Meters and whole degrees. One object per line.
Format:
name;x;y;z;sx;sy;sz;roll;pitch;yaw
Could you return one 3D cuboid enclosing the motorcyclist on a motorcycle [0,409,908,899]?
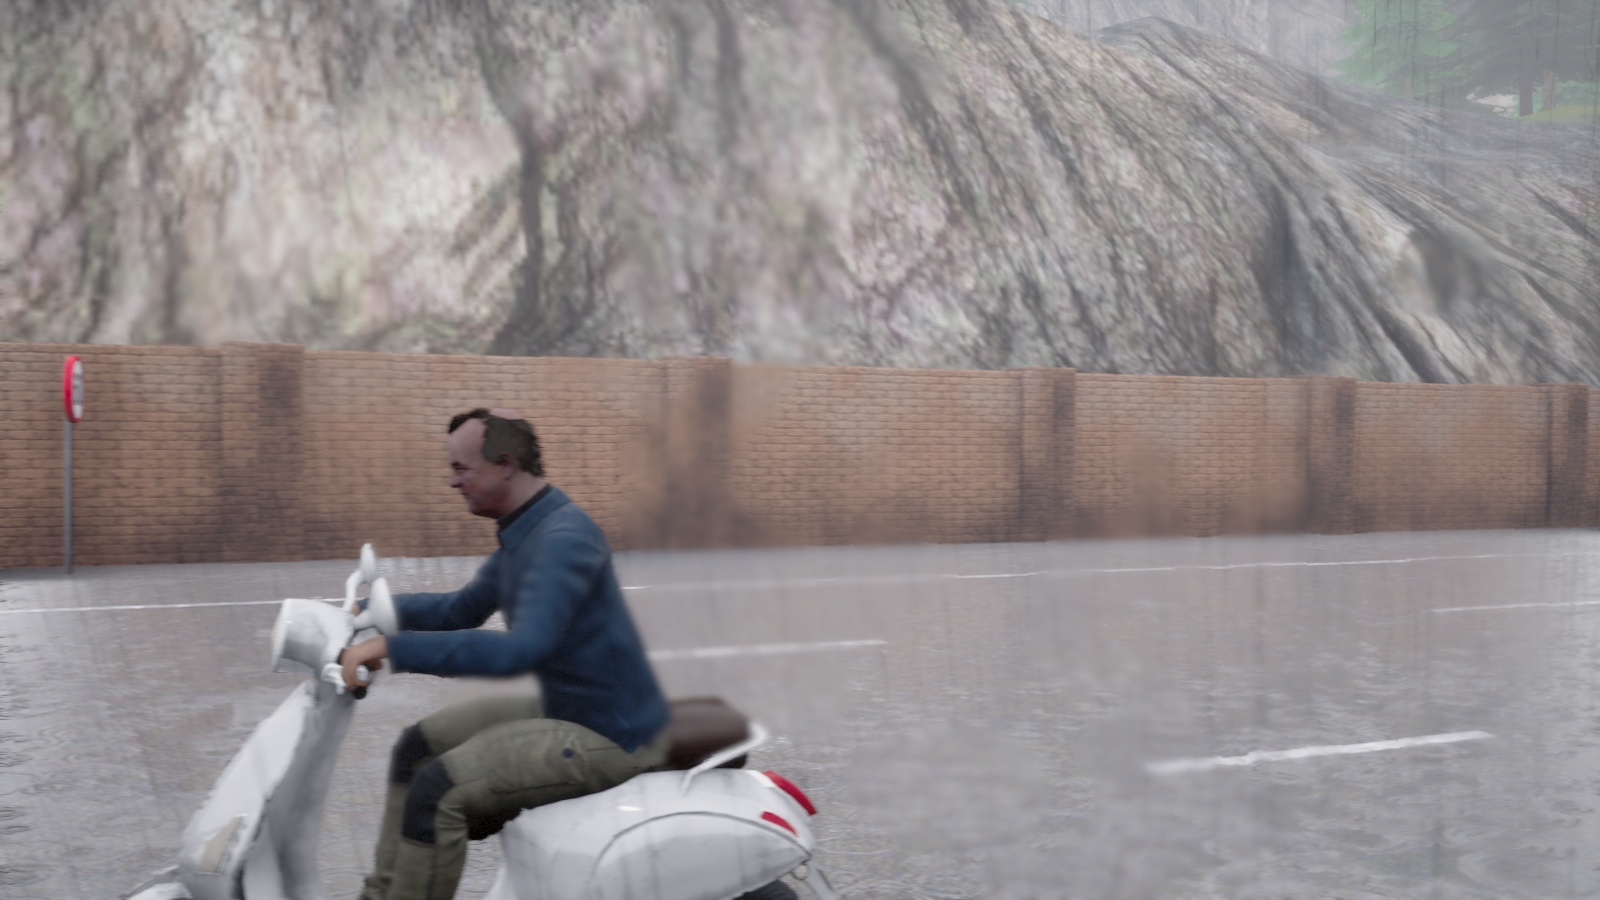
motorcyclist on a motorcycle;-0.759;0.711;2.950;1.817;1.590;0.866;-1;1;-21
